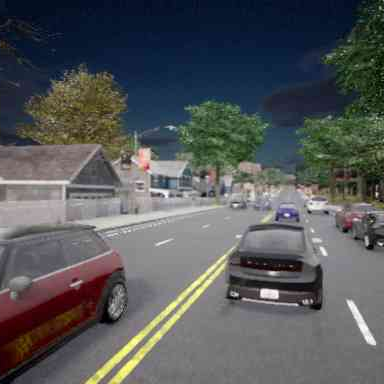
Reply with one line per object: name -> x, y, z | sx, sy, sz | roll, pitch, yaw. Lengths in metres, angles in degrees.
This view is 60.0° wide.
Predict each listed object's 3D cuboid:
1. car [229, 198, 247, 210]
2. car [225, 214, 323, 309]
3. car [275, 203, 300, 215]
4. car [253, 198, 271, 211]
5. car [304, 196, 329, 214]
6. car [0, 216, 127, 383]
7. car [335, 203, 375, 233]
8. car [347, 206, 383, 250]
car -> 6.401, 1.643, 45.736 | 2.128, 1.511, 4.902 | 1, -1, 17
car -> 2.033, 1.509, 8.045 | 1.837, 1.490, 4.892 | 1, 0, 17
car -> 7.867, 1.597, 27.421 | 1.812, 1.442, 4.674 | 1, 0, 17
car -> 9.525, 1.549, 44.834 | 2.097, 1.767, 4.553 | 1, 0, 17
car -> 14.501, 1.458, 38.477 | 2.150, 2.045, 5.566 | 1, 0, 17
car -> -2.690, 1.302, 4.331 | 2.097, 1.767, 4.553 | 1, 0, 17
car -> 9.960, 1.445, 20.066 | 2.097, 1.767, 4.553 | 1, 0, 17
car -> 8.236, 1.579, 14.348 | 1.837, 1.490, 4.892 | 1, 0, 17
